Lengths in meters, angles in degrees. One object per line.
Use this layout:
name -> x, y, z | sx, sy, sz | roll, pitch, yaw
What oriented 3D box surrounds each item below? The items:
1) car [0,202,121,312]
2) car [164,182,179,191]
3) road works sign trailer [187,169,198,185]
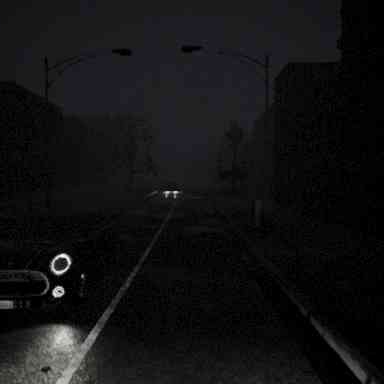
car -> -3.093, 1.210, 7.730 | 2.097, 1.767, 4.553 | 0, 2, 0
car -> -3.037, -0.838, 49.208 | 1.994, 1.385, 4.181 | 0, 3, 0
road works sign trailer -> 0.074, -3.462, 74.884 | 2.380, 3.560, 2.880 | 0, 3, 0
